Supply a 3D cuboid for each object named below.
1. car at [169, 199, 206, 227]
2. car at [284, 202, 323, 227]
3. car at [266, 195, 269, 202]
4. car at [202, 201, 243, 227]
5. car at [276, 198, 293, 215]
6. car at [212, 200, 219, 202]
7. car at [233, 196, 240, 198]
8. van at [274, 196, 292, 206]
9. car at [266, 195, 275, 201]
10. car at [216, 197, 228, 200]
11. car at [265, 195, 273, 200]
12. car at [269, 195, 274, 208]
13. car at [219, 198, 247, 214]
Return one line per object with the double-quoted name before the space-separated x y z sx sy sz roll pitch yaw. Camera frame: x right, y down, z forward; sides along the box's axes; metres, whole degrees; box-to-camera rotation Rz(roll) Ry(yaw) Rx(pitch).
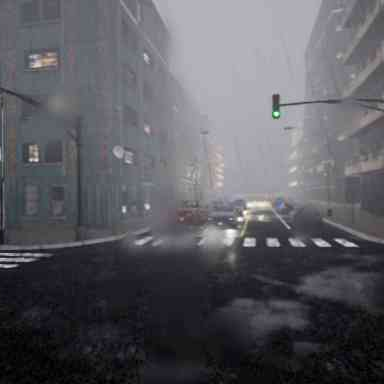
"car" -0.179 1.427 23.854 2.192 1.841 5.009 -1 0 11
"car" 7.556 1.557 22.334 1.947 1.339 4.313 -1 0 11
"car" 15.050 1.580 60.469 2.008 1.369 4.403 -1 0 11
"car" 2.303 1.622 23.692 2.033 1.411 5.357 -1 0 11
"car" 9.697 1.585 33.230 1.802 1.307 4.206 -1 0 11
"car" 0.894 1.663 29.301 1.887 1.381 4.507 -1 0 11
"car" 6.240 1.621 43.672 1.812 1.442 4.674 -1 0 11
"van" 10.765 1.350 38.678 1.690 1.788 3.998 -1 0 11
"car" 19.331 1.588 82.261 1.887 1.381 4.507 -1 0 11
"car" 3.036 1.674 40.196 1.887 1.381 4.507 -1 0 11
"car" 21.472 1.600 93.156 2.008 1.369 4.403 -1 0 11
"car" 12.907 1.459 49.573 1.967 1.590 4.097 -1 0 11
"car" 4.253 1.633 33.604 2.033 1.411 5.357 -1 0 11
